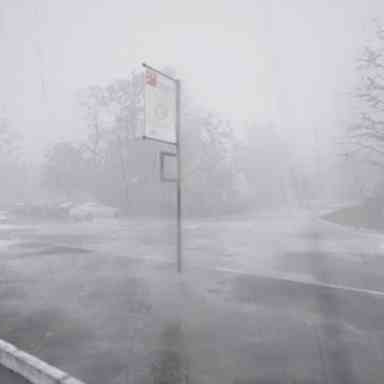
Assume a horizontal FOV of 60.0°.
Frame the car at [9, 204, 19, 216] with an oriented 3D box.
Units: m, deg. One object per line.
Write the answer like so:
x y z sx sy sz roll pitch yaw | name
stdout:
-16.095 1.647 34.016 2.002 1.452 4.674 0 0 36 | car

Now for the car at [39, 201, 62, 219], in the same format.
-10.760 1.578 30.218 2.097 1.535 5.008 0 0 36 | car

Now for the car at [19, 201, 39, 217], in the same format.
-13.431 1.593 32.110 2.231 1.521 4.892 0 0 36 | car

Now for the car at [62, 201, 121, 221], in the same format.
-8.202 1.604 28.381 2.002 1.452 4.674 0 0 36 | car
